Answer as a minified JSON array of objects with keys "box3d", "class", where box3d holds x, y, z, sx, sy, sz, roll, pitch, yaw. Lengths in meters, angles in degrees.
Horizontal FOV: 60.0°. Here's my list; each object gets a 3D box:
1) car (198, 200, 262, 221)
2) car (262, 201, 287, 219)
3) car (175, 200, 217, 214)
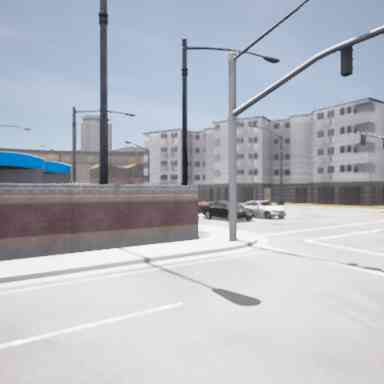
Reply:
[{"box3d":[2.817,1.439,26.101,1.837,1.490,4.892,0,0,-35],"class":"car"},{"box3d":[5.762,1.447,28.022,1.812,1.442,4.674,0,0,-36],"class":"car"},{"box3d":[0.360,1.522,35.355,1.895,1.301,4.718,0,0,-40],"class":"car"}]
